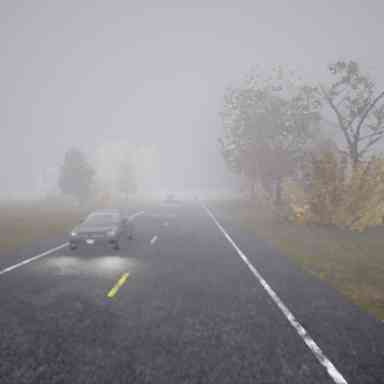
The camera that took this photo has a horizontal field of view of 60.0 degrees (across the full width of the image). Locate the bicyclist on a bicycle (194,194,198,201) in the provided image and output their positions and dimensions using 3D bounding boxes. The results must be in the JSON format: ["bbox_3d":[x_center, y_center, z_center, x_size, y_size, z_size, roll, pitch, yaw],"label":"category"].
[{"bbox_3d":[0.948,1.146,71.882,0.866,1.612,1.509,0,0,0],"label":"bicyclist on a bicycle"}]

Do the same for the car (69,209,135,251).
[{"bbox_3d":[-3.589,1.473,14.022,1.812,1.442,4.674,0,0,0],"label":"car"}]

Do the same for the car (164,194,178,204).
[{"bbox_3d":[-3.557,1.126,56.964,2.097,1.767,4.553,0,0,0],"label":"car"}]

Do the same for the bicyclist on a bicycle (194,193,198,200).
[{"bbox_3d":[0.946,1.106,80.868,0.866,1.612,1.509,0,0,0],"label":"bicyclist on a bicycle"}]
